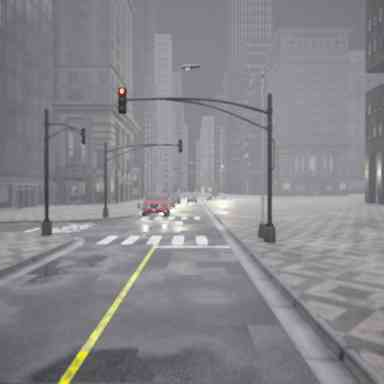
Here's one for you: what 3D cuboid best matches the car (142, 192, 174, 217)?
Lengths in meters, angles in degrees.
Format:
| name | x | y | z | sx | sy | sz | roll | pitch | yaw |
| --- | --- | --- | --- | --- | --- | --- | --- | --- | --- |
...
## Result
| name | x | y | z | sx | sy | sz | roll | pitch | yaw |
| --- | --- | --- | --- | --- | --- | --- | --- | --- | --- |
| car | -3.091 | 1.090 | 29.616 | 2.150 | 2.045 | 5.566 | 0 | 0 | 0 |

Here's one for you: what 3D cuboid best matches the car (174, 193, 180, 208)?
| name | x | y | z | sx | sy | sz | roll | pitch | yaw |
| --- | --- | --- | --- | --- | --- | --- | --- | --- | --- |
| car | -3.076 | 1.303 | 42.862 | 2.128 | 1.511 | 4.902 | 0 | 0 | 0 |

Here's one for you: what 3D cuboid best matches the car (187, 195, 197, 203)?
| name | x | y | z | sx | sy | sz | roll | pitch | yaw |
| --- | --- | --- | --- | --- | --- | --- | --- | --- | --- |
| car | 0.022 | 1.294 | 59.234 | 2.033 | 1.411 | 5.357 | 0 | 0 | 0 |

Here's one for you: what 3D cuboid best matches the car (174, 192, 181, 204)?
| name | x | y | z | sx | sy | sz | roll | pitch | yaw |
| --- | --- | --- | --- | --- | --- | --- | --- | --- | --- |
| car | -3.025 | 0.983 | 55.471 | 2.150 | 2.045 | 5.566 | 0 | 0 | 1 |
